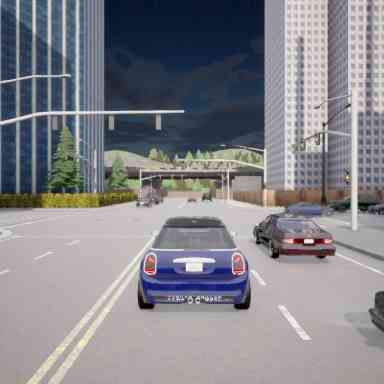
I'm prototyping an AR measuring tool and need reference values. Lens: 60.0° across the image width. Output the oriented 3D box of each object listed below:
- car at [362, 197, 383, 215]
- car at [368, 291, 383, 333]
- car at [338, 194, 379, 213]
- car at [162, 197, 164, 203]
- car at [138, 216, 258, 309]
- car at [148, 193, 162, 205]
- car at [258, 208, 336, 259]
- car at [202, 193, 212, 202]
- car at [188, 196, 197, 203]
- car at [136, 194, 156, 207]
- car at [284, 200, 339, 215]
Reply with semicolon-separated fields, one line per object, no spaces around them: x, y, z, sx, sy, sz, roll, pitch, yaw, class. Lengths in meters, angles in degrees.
19.999;1.526;33.089;4.674;1.442;1.812;0;0;0;car
3.599;1.547;2.573;2.033;1.411;5.357;0;0;0;car
17.820;1.221;36.622;5.566;2.045;2.150;0;0;0;car
-7.045;1.552;69.514;1.994;1.385;4.181;0;0;0;car
0.054;1.352;8.012;2.097;1.767;4.553;0;0;0;car
-7.110;1.221;59.648;2.150;2.045;5.566;0;0;0;car
3.602;1.547;12.641;2.033;1.411;5.357;0;0;1;car
3.450;1.202;77.733;2.150;2.045;5.566;0;0;0;car
0.002;1.598;71.400;1.895;1.301;4.718;0;0;0;car
-7.127;1.491;49.781;2.128;1.511;4.902;0;0;0;car
10.245;1.564;29.410;4.181;1.385;1.994;0;0;0;car
